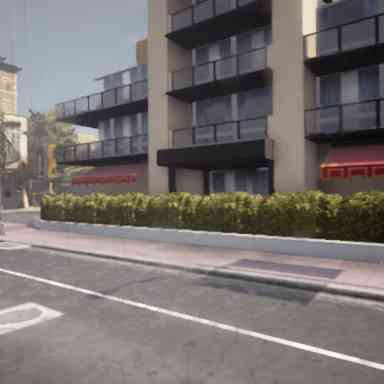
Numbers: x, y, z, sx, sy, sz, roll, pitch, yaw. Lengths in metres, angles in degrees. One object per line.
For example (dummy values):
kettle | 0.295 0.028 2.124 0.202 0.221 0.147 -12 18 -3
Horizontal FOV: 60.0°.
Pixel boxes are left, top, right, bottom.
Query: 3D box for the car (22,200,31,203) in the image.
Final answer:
car | -38.510 2.300 73.320 4.892 1.521 2.231 -1 0 35
